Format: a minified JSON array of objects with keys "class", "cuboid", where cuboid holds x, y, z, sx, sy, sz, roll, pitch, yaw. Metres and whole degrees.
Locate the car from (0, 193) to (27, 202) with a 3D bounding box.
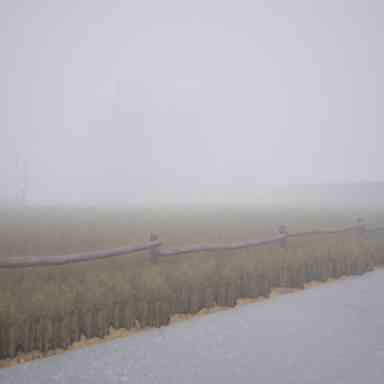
[{"class":"car","cuboid":[-38.366,1.493,72.005,4.611,1.667,2.242,0,0,-35]}]
